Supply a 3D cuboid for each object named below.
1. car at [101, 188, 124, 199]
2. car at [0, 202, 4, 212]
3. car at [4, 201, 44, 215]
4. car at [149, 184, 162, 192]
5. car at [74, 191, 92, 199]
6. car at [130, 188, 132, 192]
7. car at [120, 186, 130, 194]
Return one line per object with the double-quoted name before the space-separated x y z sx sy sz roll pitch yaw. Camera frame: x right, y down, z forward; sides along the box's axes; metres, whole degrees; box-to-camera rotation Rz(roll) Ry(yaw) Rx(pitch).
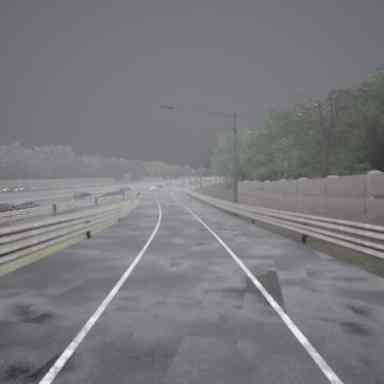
"car" -15.869 0.630 64.773 2.033 1.411 5.357 0 3 11
"car" -23.902 1.960 42.078 1.994 1.385 4.181 0 3 11
"car" -20.467 1.901 41.400 1.837 1.490 4.892 0 3 11
"car" -10.465 -0.888 92.238 1.812 1.442 4.674 0 3 11
"car" -22.349 0.487 68.098 2.128 1.511 4.902 0 3 11
"car" -18.013 -0.905 90.131 2.097 1.767 4.553 0 3 11
"car" -16.984 -0.026 77.237 2.033 1.411 5.357 0 3 11
